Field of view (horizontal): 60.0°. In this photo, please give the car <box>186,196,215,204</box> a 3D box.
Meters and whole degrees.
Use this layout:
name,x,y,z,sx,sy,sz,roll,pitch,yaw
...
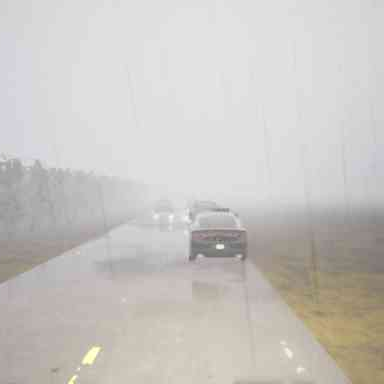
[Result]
name,x,y,z,sx,sy,sz,roll,pitch,yaw
car,0.831,1.302,22.157,2.097,1.767,4.553,0,0,0

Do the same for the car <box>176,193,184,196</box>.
name,x,y,z,sx,sy,sz,roll,pitch,yaw
car,-2.727,0.993,75.670,2.097,1.767,4.553,0,0,0

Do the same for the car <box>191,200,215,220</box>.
name,x,y,z,sx,sy,sz,roll,pitch,yaw
car,0.833,1.453,28.187,1.837,1.490,4.892,0,0,0

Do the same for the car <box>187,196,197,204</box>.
name,x,y,z,sx,sy,sz,roll,pitch,yaw
car,0.020,1.572,67.257,1.994,1.385,4.181,0,0,0

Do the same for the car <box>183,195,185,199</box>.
name,x,y,z,sx,sy,sz,roll,pitch,yaw
car,0.020,1.513,47.474,2.033,1.411,5.357,0,0,0

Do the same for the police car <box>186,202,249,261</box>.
name,x,y,z,sx,sy,sz,roll,pitch,yaw
police car,0.829,1.390,12.295,1.930,1.638,5.238,0,0,0

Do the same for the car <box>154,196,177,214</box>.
name,x,y,z,sx,sy,sz,roll,pitch,yaw
car,-2.834,1.456,35.201,1.837,1.490,4.892,0,0,0
